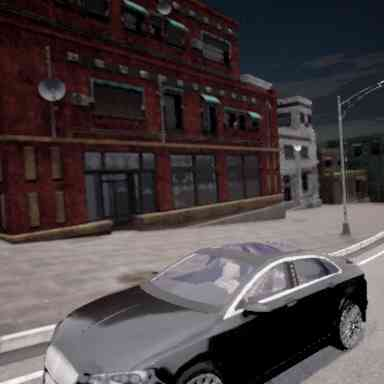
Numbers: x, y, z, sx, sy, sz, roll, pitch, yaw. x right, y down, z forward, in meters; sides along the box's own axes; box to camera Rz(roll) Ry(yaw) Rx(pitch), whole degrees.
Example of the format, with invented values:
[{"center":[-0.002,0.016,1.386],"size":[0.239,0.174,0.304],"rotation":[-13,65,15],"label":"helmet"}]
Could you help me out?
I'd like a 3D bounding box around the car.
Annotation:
[{"center":[0.630,1.522,4.555],"size":[4.902,1.511,2.128],"rotation":[0,-1,-40],"label":"car"}]
